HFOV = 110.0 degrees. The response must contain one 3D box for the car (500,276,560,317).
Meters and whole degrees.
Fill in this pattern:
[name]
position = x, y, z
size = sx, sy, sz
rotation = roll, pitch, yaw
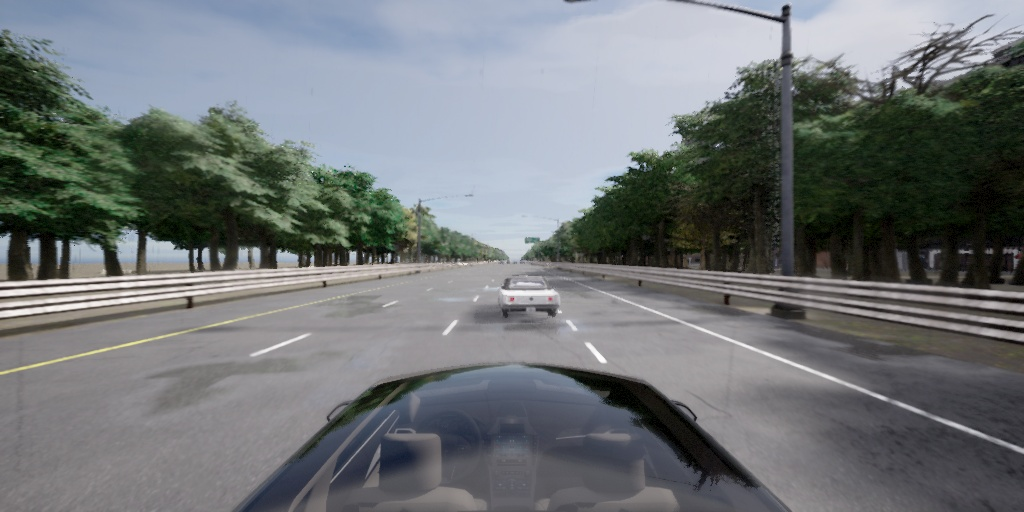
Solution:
[car]
position = 0.477, 1.401, 13.490
size = 1.895, 1.301, 4.718
rotation = 0, 0, -3
